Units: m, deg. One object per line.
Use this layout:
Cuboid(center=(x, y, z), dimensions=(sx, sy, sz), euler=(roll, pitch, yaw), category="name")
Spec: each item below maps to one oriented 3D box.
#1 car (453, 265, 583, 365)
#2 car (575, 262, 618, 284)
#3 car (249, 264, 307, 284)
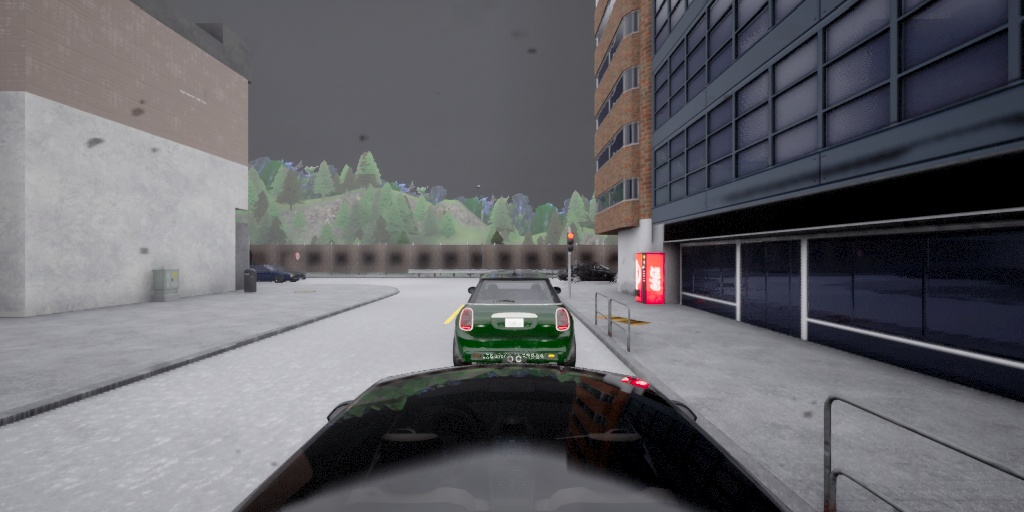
Cuboid(center=(0.055, 1.102, 7.939), dimensions=(2.097, 1.767, 4.553), euler=(0, 0, 0), category="car")
Cuboid(center=(5.887, 1.227, 26.262), dimensions=(5.008, 1.535, 1.882), euler=(0, 0, 0), category="car")
Cuboid(center=(-18.151, 1.297, 26.273), dimensions=(5.357, 1.411, 2.033), euler=(0, 0, 0), category="car")
